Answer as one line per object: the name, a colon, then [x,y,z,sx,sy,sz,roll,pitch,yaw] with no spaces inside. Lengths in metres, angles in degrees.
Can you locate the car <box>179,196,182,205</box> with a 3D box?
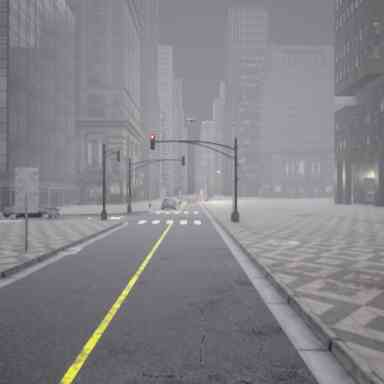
car: [-3.105,1.688,55.370,1.812,1.442,4.674,0,0,0]

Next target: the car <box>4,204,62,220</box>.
car: [-14.253,1.769,29.915,4.902,1.511,2.128,-1,0,0]

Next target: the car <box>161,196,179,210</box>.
car: [-3.111,1.635,44.954,1.837,1.490,4.892,0,-1,0]

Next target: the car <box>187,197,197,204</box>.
car: [-0.026,1.689,69.572,1.882,1.535,5.008,0,0,0]

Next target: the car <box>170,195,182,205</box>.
car: [-3.062,1.549,65.391,2.097,1.767,4.553,0,0,1]
